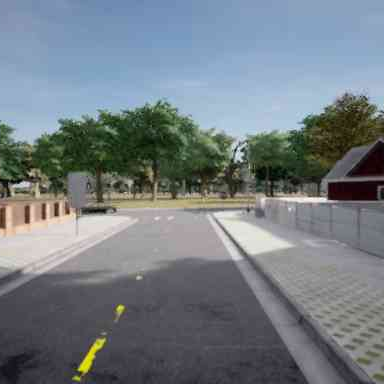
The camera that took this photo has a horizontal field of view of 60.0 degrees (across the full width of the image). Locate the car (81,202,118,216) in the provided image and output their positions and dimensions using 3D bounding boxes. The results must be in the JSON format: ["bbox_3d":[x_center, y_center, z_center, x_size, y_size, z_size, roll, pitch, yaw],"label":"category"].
[{"bbox_3d":[-9.700,1.662,32.486,4.718,1.301,1.895,0,0,-23],"label":"car"}]
